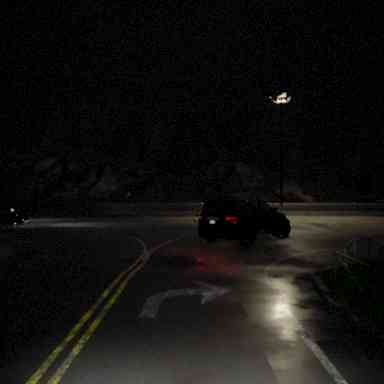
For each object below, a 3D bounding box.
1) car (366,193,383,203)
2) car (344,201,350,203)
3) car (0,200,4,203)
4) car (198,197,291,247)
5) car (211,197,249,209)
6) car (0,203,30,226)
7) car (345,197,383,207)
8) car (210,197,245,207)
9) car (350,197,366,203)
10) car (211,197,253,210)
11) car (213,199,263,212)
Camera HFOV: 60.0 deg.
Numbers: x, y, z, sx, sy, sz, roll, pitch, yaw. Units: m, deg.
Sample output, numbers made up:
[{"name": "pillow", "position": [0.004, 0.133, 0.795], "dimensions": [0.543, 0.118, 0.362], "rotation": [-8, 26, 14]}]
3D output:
[{"name": "car", "position": [23.697, 1.226, 38.229], "dimensions": [5.566, 2.045, 2.150], "rotation": [0, 0, -1]}, {"name": "car", "position": [23.255, 1.474, 45.219], "dimensions": [4.892, 1.490, 1.837], "rotation": [0, 0, 0]}, {"name": "car", "position": [-16.180, 1.410, 27.141], "dimensions": [4.553, 1.767, 2.097], "rotation": [0, 0, -1]}, {"name": "car", "position": [2.624, 1.338, 15.982], "dimensions": [2.150, 2.045, 5.566], "rotation": [-2, -1, 41]}, {"name": "car", "position": [5.106, 1.474, 45.050], "dimensions": [4.892, 1.490, 1.837], "rotation": [0, 0, -1]}, {"name": "car", "position": [-14.246, 1.677, 23.660], "dimensions": [4.718, 1.301, 1.895], "rotation": [0, 0, -1]}, {"name": "car", "position": [25.541, 1.500, 48.729], "dimensions": [5.357, 1.411, 2.033], "rotation": [0, 0, 0]}, {"name": "car", "position": [5.115, 1.444, 48.547], "dimensions": [4.902, 1.511, 2.128], "rotation": [0, 0, -1]}, {"name": "car", "position": [23.469, 1.209, 41.724], "dimensions": [5.566, 2.045, 2.150], "rotation": [0, 0, 0]}, {"name": "car", "position": [4.935, 1.465, 41.549], "dimensions": [5.008, 1.535, 1.882], "rotation": [0, 0, -1]}, {"name": "car", "position": [5.211, 1.552, 38.053], "dimensions": [5.357, 1.411, 2.033], "rotation": [0, 0, -1]}]
